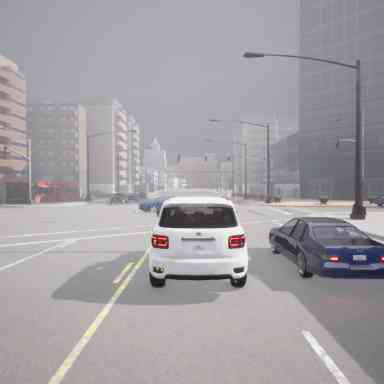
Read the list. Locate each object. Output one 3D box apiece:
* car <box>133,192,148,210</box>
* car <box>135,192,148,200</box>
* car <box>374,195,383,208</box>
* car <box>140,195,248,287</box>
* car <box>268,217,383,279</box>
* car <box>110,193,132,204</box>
[{"bbox_3d":[-2.492,1.052,30.588,5.008,1.535,1.882,-1,0,-32],"label":"car"},{"bbox_3d":[-10.106,0.736,67.163,1.882,1.535,5.008,0,0,1],"label":"car"},{"bbox_3d":[21.742,0.665,33.962,5.566,2.045,2.150,0,1,1],"label":"car"},{"bbox_3d":[0.147,1.128,9.213,2.150,2.045,5.566,0,1,0],"label":"car"},{"bbox_3d":[3.663,1.441,9.755,2.033,1.411,5.357,0,1,0],"label":"car"},{"bbox_3d":[-10.283,0.877,47.076,1.837,1.490,4.892,0,1,1],"label":"car"}]
